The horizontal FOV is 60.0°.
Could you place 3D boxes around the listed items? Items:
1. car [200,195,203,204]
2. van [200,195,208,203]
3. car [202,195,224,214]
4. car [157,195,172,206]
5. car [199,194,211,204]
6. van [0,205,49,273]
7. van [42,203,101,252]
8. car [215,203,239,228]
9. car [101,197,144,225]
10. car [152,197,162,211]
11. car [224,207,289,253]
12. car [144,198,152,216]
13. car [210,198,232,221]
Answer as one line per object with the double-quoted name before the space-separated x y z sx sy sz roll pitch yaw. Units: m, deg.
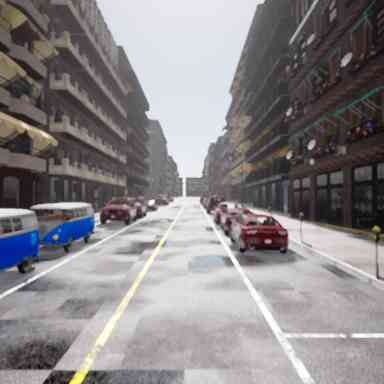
"car" 2.600 1.514 46.740 1.967 1.590 4.097 1 0 0
"van" 2.630 1.518 74.397 1.690 1.788 3.998 1 0 0
"car" 2.592 1.361 35.677 2.192 1.841 5.009 1 0 0
"car" -5.231 1.424 57.866 2.192 1.841 5.009 1 0 0
"car" 2.625 1.468 68.866 2.192 1.841 5.009 1 0 0
"van" -5.282 1.345 8.091 1.690 1.788 3.998 2 0 0
"van" -5.277 1.351 13.623 1.690 1.788 3.998 1 0 0
"car" 2.604 1.562 19.083 1.887 1.381 4.507 1 0 0
"car" -5.265 1.341 24.684 2.192 1.841 5.009 1 0 0
"car" -5.254 1.625 41.276 1.947 1.339 4.313 1 0 0
"car" 2.598 1.555 13.553 1.887 1.381 4.507 1 0 0
"car" -5.259 1.350 30.213 2.192 1.841 5.009 1 0 0
"car" 2.620 1.466 24.615 1.967 1.590 4.097 1 0 0
